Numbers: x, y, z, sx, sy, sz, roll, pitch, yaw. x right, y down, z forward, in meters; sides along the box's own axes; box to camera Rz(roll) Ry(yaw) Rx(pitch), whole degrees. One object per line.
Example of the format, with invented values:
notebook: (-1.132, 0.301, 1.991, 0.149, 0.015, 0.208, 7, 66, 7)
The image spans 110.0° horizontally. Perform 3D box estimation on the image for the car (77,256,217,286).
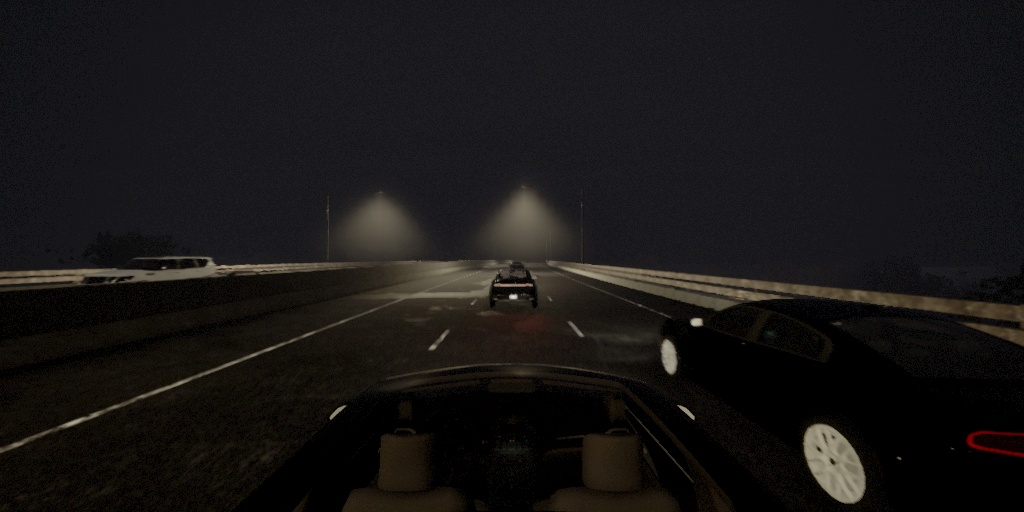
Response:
car: (-17.506, 1.013, 17.780, 2.150, 2.045, 5.566, 0, 0, 1)

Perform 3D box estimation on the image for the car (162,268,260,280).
car: (-14.002, 1.397, 17.817, 1.895, 1.301, 4.718, 0, 0, 1)

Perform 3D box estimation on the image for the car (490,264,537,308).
car: (0.075, 1.292, 15.577, 2.128, 1.511, 4.902, 0, 0, 1)

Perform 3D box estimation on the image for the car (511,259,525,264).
car: (0.608, 1.436, 43.200, 1.837, 1.490, 4.892, 0, 0, 1)

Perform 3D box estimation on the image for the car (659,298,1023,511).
car: (3.499, 1.240, 4.314, 1.882, 1.535, 5.008, 0, 0, 0)
